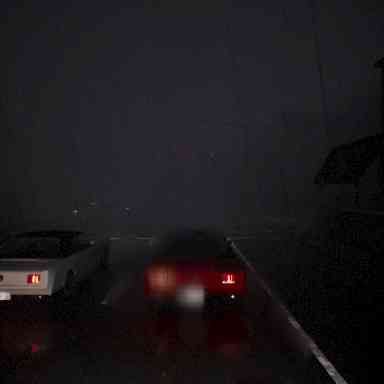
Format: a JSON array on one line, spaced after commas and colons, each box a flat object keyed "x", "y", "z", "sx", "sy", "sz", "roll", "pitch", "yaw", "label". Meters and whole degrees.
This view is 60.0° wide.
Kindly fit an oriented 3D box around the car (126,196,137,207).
[{"x": -10.615, "y": 1.352, "z": 52.671, "sx": 2.097, "sy": 1.767, "sz": 4.553, "roll": 0, "pitch": 0, "yaw": 0, "label": "car"}]

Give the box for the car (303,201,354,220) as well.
[{"x": 11.713, "y": 1.493, "z": 28.444, "sx": 4.181, "sy": 1.385, "sz": 1.994, "roll": -6, "pitch": 0, "yaw": -1, "label": "car"}]

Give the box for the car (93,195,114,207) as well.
[{"x": -14.111, "y": 1.352, "z": 53.221, "sx": 2.097, "sy": 1.767, "sz": 4.553, "roll": 0, "pitch": 0, "yaw": 1, "label": "car"}]

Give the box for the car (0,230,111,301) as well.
[{"x": -3.427, "y": 1.601, "z": 8.261, "sx": 1.895, "sy": 1.301, "sz": 4.718, "roll": 0, "pitch": 0, "yaw": 0, "label": "car"}]

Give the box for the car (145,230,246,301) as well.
[{"x": 0.074, "y": 1.601, "z": 8.280, "sx": 1.895, "sy": 1.301, "sz": 4.718, "roll": 0, "pitch": 0, "yaw": 0, "label": "car"}]

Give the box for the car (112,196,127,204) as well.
[{"x": -14.059, "y": 1.563, "z": 64.866, "sx": 1.994, "sy": 1.385, "sz": 4.181, "roll": 0, "pitch": 0, "yaw": 0, "label": "car"}]

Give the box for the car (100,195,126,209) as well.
[{"x": -10.616, "y": 1.526, "z": 44.947, "sx": 1.812, "sy": 1.442, "sz": 4.674, "roll": 0, "pitch": 0, "yaw": 0, "label": "car"}]

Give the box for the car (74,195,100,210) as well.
[{"x": -14.119, "y": 1.491, "z": 44.168, "sx": 2.128, "sy": 1.511, "sz": 4.902, "roll": 0, "pitch": 0, "yaw": 0, "label": "car"}]

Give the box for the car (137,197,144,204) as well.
[{"x": -10.559, "y": 1.564, "z": 64.421, "sx": 1.994, "sy": 1.385, "sz": 4.181, "roll": 0, "pitch": 0, "yaw": 1, "label": "car"}]
